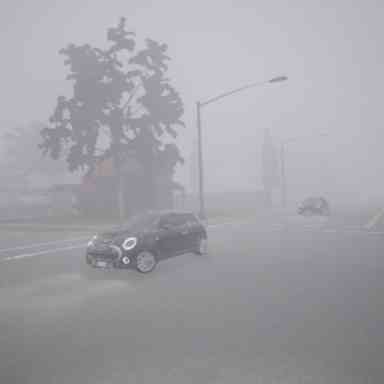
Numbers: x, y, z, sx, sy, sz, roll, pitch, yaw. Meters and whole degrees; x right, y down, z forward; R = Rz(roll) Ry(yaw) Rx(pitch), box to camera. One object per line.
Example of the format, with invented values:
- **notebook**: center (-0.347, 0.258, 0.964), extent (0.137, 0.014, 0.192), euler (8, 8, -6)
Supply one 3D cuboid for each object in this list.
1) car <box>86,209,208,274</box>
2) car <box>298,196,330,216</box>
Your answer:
- **car**: center (-1.349, 1.460, 11.353), extent (2.097, 1.767, 4.553), euler (-2, -1, 34)
- **car**: center (11.514, 1.197, 31.382), extent (2.097, 1.767, 4.553), euler (-2, -1, 32)
